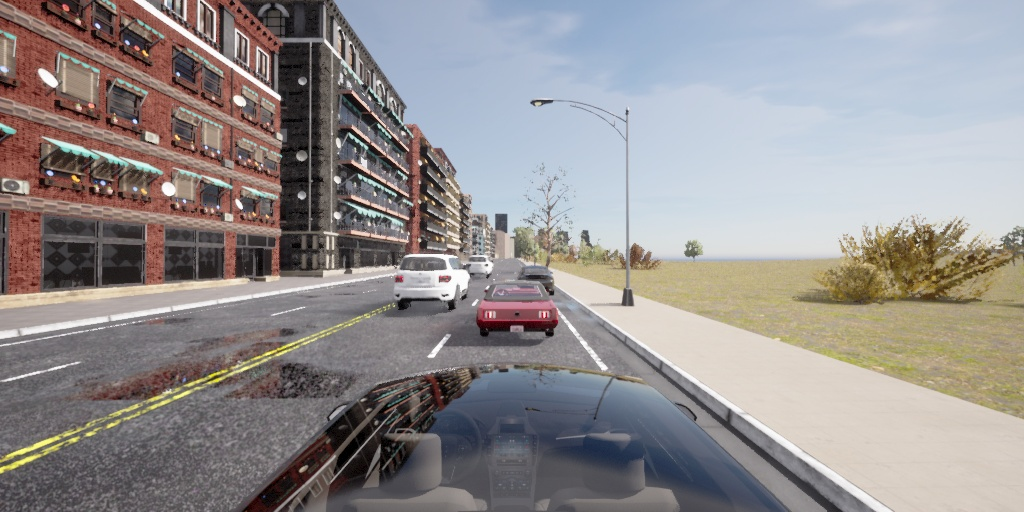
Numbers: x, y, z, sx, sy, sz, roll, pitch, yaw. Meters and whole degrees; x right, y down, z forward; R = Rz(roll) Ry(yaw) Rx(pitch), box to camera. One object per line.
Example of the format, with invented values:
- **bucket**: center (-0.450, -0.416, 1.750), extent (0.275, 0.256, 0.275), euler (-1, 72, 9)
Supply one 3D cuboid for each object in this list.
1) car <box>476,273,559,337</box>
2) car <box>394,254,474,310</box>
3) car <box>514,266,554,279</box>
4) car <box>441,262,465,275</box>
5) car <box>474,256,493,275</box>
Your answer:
- **car**: center (0.131, 1.351, 10.277), extent (1.895, 1.301, 4.718), euler (0, 0, 0)
- **car**: center (-3.101, 0.969, 14.846), extent (2.150, 2.045, 5.566), euler (0, 0, 0)
- **car**: center (1.205, 1.255, 19.478), extent (1.837, 1.490, 4.892), euler (0, 0, 0)
- **car**: center (-6.454, 1.347, 39.585), extent (1.895, 1.301, 4.718), euler (0, 0, 0)
- **car**: center (-3.024, 0.971, 34.081), extent (2.150, 2.045, 5.566), euler (0, 0, 0)
